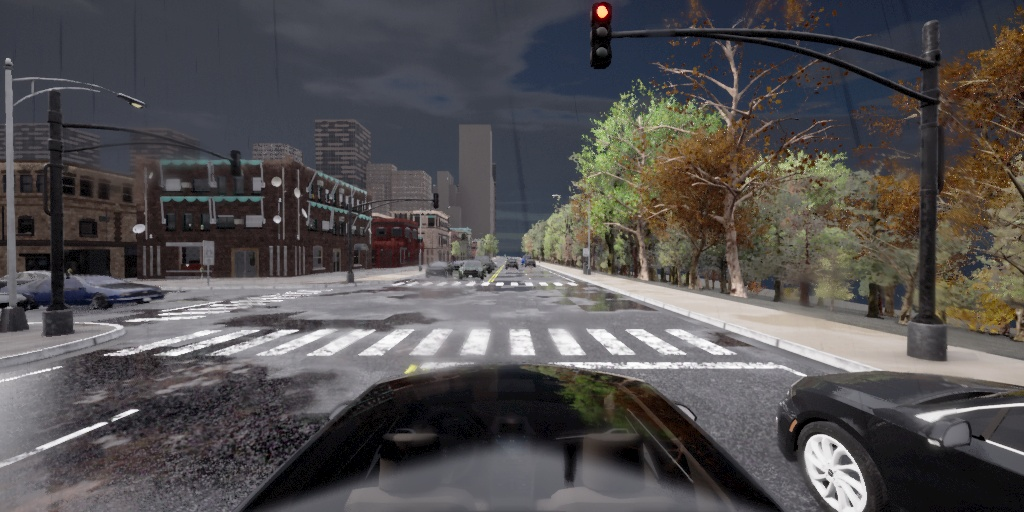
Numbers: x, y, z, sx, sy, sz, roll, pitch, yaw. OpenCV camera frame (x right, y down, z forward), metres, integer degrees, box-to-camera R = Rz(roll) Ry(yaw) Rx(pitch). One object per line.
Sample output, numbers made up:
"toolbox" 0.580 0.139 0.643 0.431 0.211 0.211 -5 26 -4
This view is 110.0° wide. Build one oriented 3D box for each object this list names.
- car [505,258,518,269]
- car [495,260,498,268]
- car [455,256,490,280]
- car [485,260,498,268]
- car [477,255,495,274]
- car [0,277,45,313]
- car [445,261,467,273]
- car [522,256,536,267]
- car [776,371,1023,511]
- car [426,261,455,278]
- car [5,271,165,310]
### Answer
"car" -0.030 1.235 56.679 1.837 1.490 4.892 0 0 0
"car" -3.457 1.296 50.784 1.994 1.385 4.181 0 0 0
"car" -3.413 1.093 31.699 2.097 1.767 4.553 0 0 0
"car" -3.449 1.329 61.065 1.895 1.301 4.718 0 0 1
"car" -3.435 0.958 41.278 2.150 2.045 5.566 0 0 0
"car" -19.973 1.565 12.639 4.313 1.339 1.948 0 0 0
"car" -6.683 1.336 43.487 1.895 1.301 4.718 0 0 0
"car" 3.203 1.231 63.662 1.837 1.490 4.892 0 0 0
"car" 3.366 1.255 1.263 1.837 1.490 4.892 0 0 -2
"car" -6.664 1.218 33.525 1.882 1.535 5.008 0 0 0
"car" -18.319 1.500 15.355 5.357 1.411 2.033 -1 1 0
